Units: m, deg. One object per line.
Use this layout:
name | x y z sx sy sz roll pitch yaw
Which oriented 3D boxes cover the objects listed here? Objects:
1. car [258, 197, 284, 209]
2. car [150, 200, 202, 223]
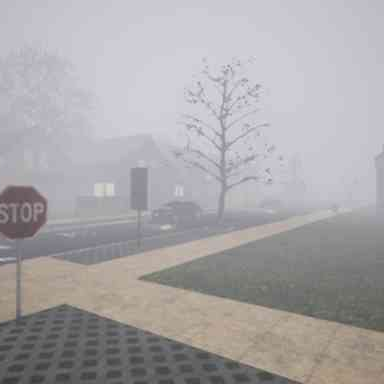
car | 9.605 1.315 40.363 1.994 1.385 4.181 1 1 34
car | -1.050 1.355 24.572 1.837 1.490 4.892 1 1 34
